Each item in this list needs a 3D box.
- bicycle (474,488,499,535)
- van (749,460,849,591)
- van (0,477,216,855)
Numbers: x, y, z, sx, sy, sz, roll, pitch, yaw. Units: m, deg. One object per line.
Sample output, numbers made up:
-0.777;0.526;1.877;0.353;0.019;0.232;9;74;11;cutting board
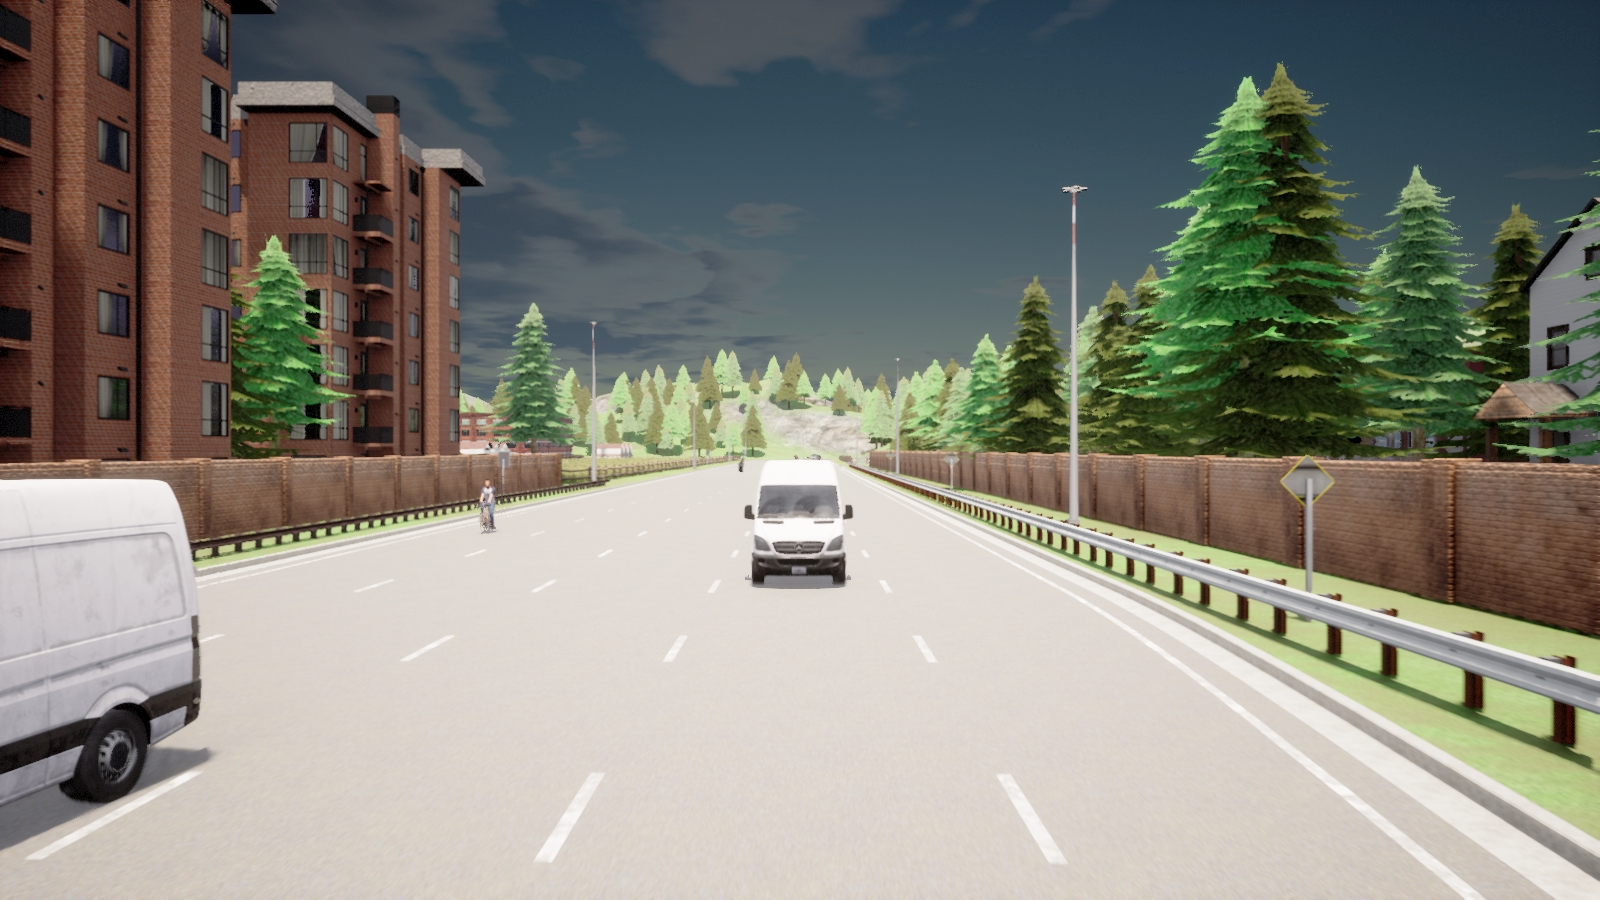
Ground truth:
-10.439;2.037;38.115;0.373;1.496;1.643;0;0;0;bicycle
-0.020;1.521;25.696;1.988;2.561;5.915;0;0;0;van
-6.593;1.530;7.511;1.988;2.561;5.915;0;0;6;van
